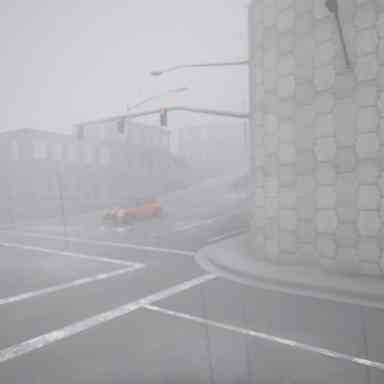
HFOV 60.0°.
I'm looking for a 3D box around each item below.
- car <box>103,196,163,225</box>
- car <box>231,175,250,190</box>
[{"bbox_3d":[-4.123,1.203,23.557,2.097,1.767,4.553,-1,4,35],"label":"car"},{"bbox_3d":[6.216,-1.212,38.199,1.895,1.301,4.718,-1,12,35],"label":"car"}]
